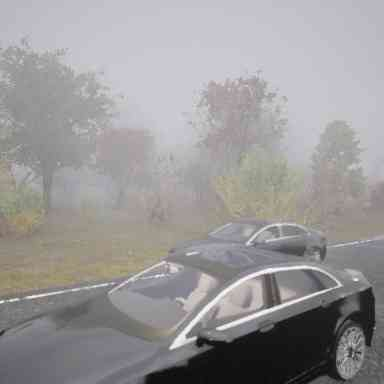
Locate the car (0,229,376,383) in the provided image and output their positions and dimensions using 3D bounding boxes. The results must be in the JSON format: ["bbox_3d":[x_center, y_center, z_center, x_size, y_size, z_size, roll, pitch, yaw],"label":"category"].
[{"bbox_3d":[0.225,1.492,3.848,4.902,1.511,2.128,0,0,-36],"label":"car"}]

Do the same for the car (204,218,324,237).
[{"bbox_3d":[1.611,1.493,8.831,4.902,1.511,2.128,0,0,-36],"label":"car"}]
